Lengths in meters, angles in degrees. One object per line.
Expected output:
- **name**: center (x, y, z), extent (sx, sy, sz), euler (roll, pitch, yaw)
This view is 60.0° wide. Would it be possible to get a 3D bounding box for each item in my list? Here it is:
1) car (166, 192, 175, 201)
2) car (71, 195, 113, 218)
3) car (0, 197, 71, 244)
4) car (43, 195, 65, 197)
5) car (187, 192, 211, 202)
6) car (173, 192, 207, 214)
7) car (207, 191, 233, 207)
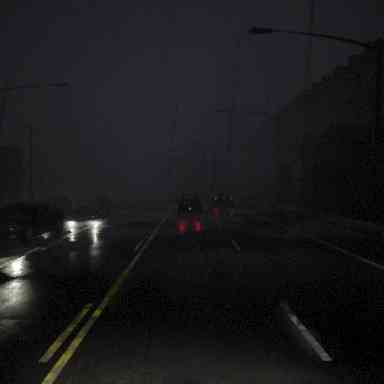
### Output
- **car**: center (-2.144, 0.638, 46.826), extent (2.033, 1.411, 5.357), euler (0, 1, -21)
- **car**: center (-7.328, 0.998, 24.949), extent (1.882, 1.535, 5.008), euler (0, 1, 0)
- **car**: center (-7.225, 1.200, 14.492), extent (1.882, 1.535, 5.008), euler (0, 1, -1)
- **car**: center (-10.750, 1.016, 25.534), extent (2.128, 1.511, 4.902), euler (0, 1, -1)
- **car**: center (0.958, 0.669, 47.924), extent (1.895, 1.301, 4.718), euler (0, 1, -20)
- **car**: center (-0.168, 0.962, 27.183), extent (2.128, 1.511, 4.902), euler (0, 1, -1)
- **car**: center (3.097, 0.647, 36.066), extent (2.097, 1.767, 4.553), euler (0, 1, -4)
